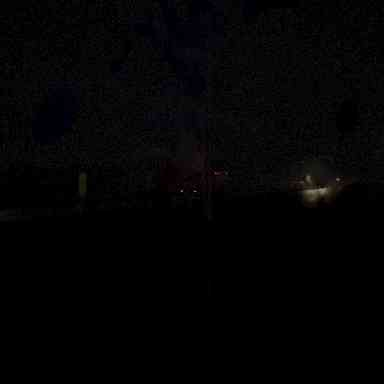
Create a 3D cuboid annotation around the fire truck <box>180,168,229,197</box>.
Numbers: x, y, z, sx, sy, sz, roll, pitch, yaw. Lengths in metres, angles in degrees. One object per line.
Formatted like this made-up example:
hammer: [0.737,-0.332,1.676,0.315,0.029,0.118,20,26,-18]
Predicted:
fire truck: [1.886,-1.403,46.441,2.891,3.827,8.468,3,4,35]
